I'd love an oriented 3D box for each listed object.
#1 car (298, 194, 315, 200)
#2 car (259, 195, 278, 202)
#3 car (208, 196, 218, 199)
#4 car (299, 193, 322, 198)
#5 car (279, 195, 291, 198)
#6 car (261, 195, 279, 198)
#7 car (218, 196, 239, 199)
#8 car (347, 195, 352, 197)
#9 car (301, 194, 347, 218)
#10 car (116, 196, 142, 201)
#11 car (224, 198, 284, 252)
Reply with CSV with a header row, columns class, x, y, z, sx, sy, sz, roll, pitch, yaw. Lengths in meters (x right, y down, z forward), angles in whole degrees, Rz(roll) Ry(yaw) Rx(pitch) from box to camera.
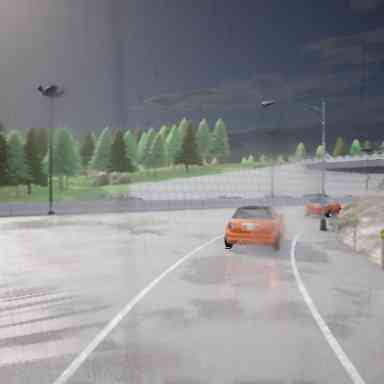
class,x,y,z,sx,sy,sz,roll,pitch,yaw
car,29.947,1.399,87.012,4.892,1.490,1.837,0,0,-39
car,17.724,1.416,76.970,4.892,1.490,1.837,0,0,-39
car,5.471,1.469,66.913,4.718,1.301,1.895,0,0,-39
car,25.070,1.515,69.416,5.357,1.411,2.033,0,0,-39
car,20.066,1.475,74.364,5.357,1.411,2.033,0,0,-39
car,13.049,1.494,59.598,4.181,1.385,1.994,0,0,-39
car,7.736,1.451,64.257,4.181,1.385,1.994,0,0,-39
car,36.988,1.494,79.208,4.181,1.385,1.994,0,0,-39
car,12.157,1.348,30.442,2.097,1.767,4.553,1,0,40
car,-10.506,1.371,55.533,4.181,1.385,1.994,0,0,-28
car,2.807,1.335,14.259,2.097,1.767,4.553,0,0,18
